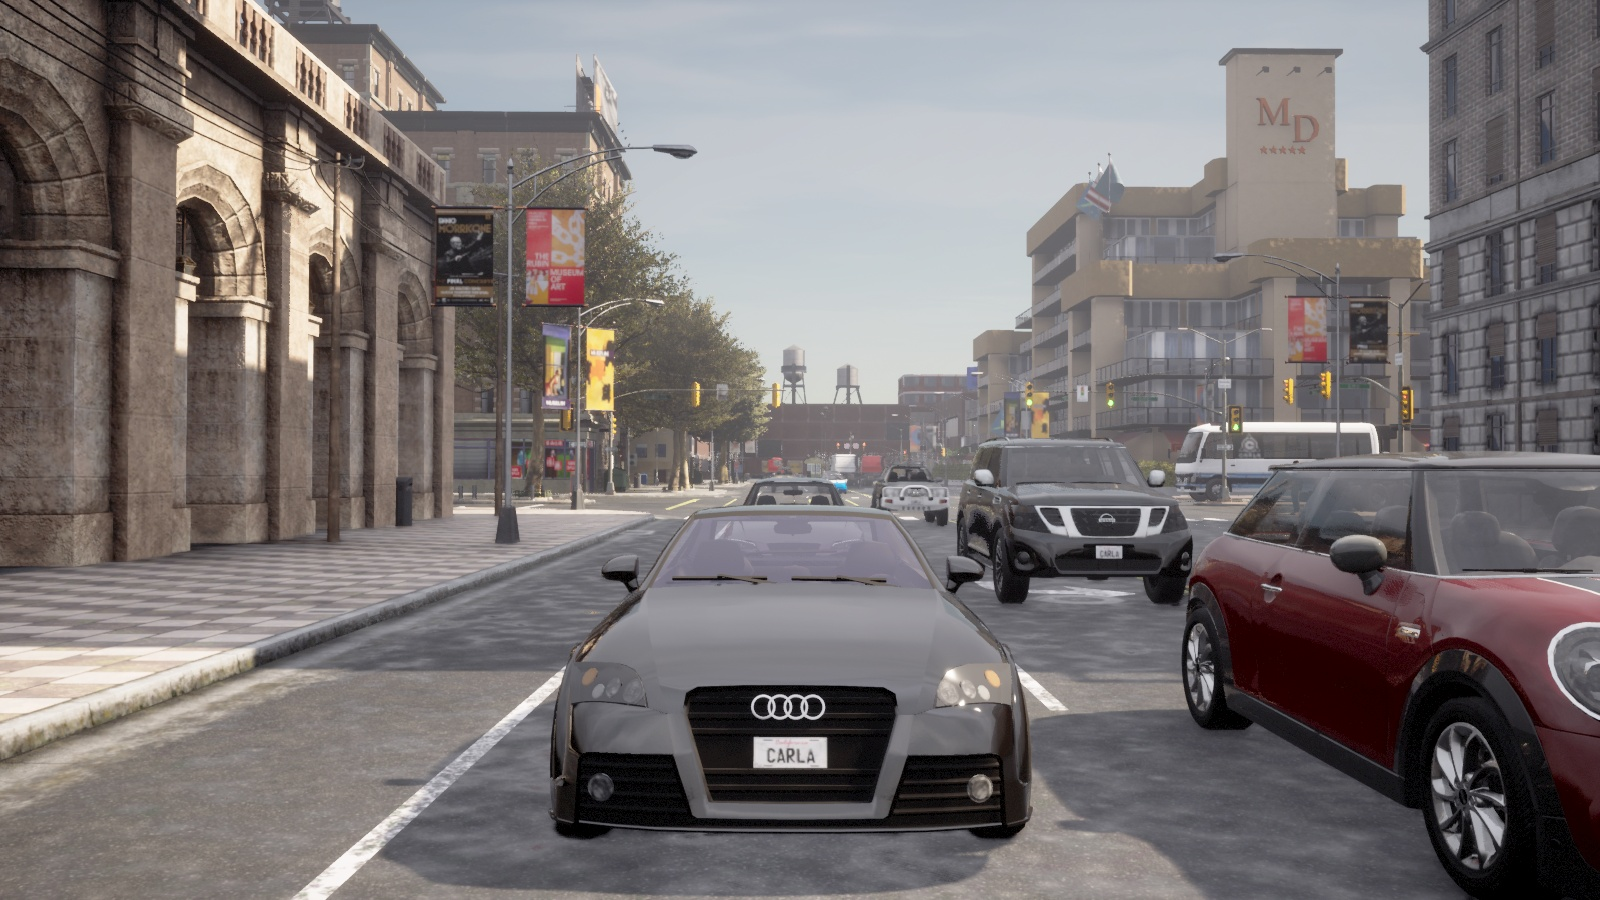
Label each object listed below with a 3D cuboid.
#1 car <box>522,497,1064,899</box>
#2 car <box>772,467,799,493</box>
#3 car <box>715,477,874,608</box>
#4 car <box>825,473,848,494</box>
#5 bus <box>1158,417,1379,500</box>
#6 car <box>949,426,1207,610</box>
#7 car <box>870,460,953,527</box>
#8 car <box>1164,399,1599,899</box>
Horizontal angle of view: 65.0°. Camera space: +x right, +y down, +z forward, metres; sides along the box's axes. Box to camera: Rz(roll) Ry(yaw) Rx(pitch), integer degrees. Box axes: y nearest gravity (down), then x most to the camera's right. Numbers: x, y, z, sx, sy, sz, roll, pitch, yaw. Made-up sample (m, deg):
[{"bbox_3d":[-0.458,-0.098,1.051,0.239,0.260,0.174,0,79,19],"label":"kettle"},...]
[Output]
[{"bbox_3d":[-0.032,0.991,6.719,1.994,1.385,4.181,0,-1,0],"label":"car"},{"bbox_3d":[-1.072,2.157,90.828,1.932,1.855,4.605,0,-1,-1],"label":"car"},{"bbox_3d":[-0.072,1.105,16.502,1.816,1.474,4.193,0,-1,0],"label":"car"},{"bbox_3d":[2.497,2.302,86.116,1.481,1.376,2.207,0,-1,-1],"label":"car"},{"bbox_3d":[24.795,0.460,66.964,10.273,4.253,3.944,0,-1,-1],"label":"bus"},{"bbox_3d":[3.426,0.801,16.761,2.150,2.045,5.566,0,-1,0],"label":"car"},{"bbox_3d":[3.198,1.236,36.863,1.932,1.855,4.605,0,-1,-1],"label":"car"},{"bbox_3d":[3.469,0.760,5.993,2.097,1.767,4.553,0,-1,0],"label":"car"}]
